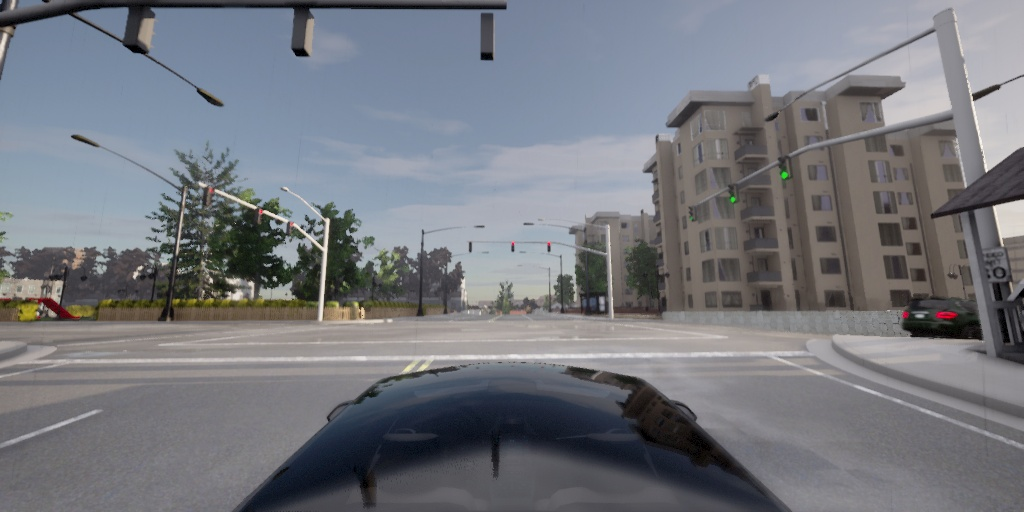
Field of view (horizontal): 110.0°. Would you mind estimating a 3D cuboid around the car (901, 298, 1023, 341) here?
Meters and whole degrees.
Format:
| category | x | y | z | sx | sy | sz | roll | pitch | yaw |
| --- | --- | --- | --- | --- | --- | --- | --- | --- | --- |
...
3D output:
| category | x | y | z | sx | sy | sz | roll | pitch | yaw |
| --- | --- | --- | --- | --- | --- | --- | --- | --- | --- |
| car | 21.009 | 3.176 | 16.121 | 5.566 | 2.045 | 2.150 | 8 | -9 | 0 |
